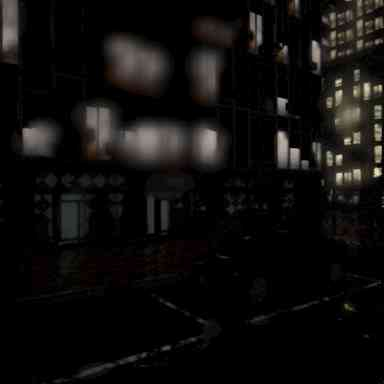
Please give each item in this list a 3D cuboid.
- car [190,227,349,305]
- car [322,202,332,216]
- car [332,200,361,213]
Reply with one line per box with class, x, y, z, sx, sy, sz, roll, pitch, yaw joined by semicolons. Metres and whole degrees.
car;2.034;1.603;8.186;4.507;1.381;1.887;1;-1;-35
car;10.641;1.709;32.078;2.008;1.369;4.403;0;0;-35
car;16.623;1.613;38.043;1.752;1.417;4.829;0;0;-35
